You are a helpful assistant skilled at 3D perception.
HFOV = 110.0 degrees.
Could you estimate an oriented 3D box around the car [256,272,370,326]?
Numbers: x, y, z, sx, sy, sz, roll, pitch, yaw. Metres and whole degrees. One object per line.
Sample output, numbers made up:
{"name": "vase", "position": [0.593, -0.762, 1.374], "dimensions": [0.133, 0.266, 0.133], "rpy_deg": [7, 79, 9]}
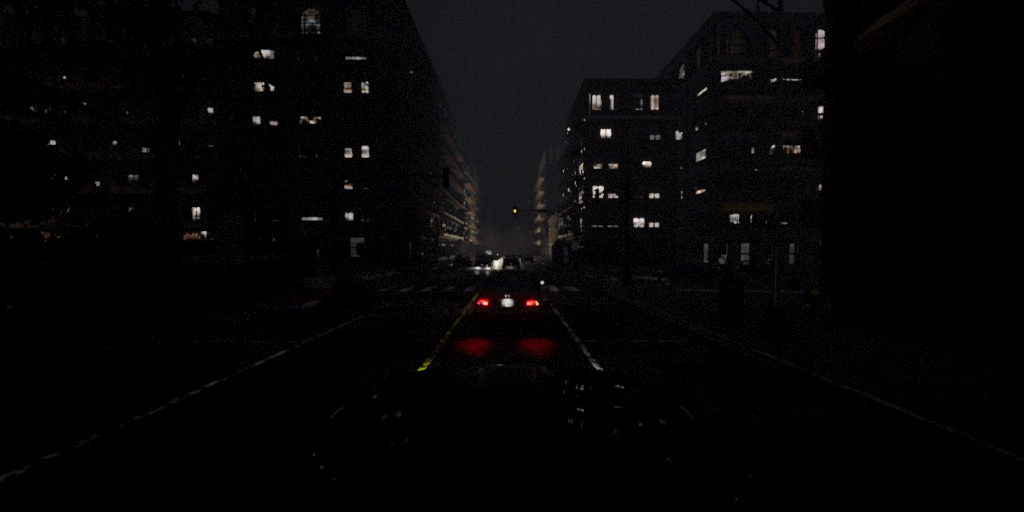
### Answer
{"name": "car", "position": [-5.736, 1.166, 10.955], "dimensions": [1.802, 1.307, 4.207], "rpy_deg": [0, 0, 0]}

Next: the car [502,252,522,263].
{"name": "car", "position": [-0.103, 0.591, 40.210], "dimensions": [1.812, 1.442, 4.674], "rpy_deg": [0, 1, 0]}

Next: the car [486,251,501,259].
{"name": "car", "position": [-3.338, 0.288, 61.605], "dimensions": [1.895, 1.301, 4.718], "rpy_deg": [0, 1, 0]}

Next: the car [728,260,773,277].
{"name": "car", "position": [21.222, 1.041, 31.949], "dimensions": [4.097, 1.591, 1.967], "rpy_deg": [0, 0, -1]}

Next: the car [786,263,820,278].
{"name": "car", "position": [26.895, 1.283, 32.050], "dimensions": [4.207, 1.307, 1.802], "rpy_deg": [0, 0, -1]}

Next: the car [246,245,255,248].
{"name": "car", "position": [-18.723, 0.250, 25.460], "dimensions": [5.566, 2.045, 2.150], "rpy_deg": [1, 1, -1]}

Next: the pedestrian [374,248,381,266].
{"name": "pedestrian", "position": [-12.883, 0.071, 34.294], "dimensions": [0.375, 1.860, 0.375], "rpy_deg": [0, 0, -1]}

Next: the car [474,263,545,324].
{"name": "car", "position": [0.029, 1.129, 11.169], "dimensions": [2.033, 1.411, 5.357], "rpy_deg": [0, 1, 3]}

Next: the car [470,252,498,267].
{"name": "car", "position": [-3.289, 0.551, 43.632], "dimensions": [2.033, 1.411, 5.357], "rpy_deg": [0, 1, 3]}

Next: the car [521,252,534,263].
{"name": "car", "position": [2.412, 0.361, 54.675], "dimensions": [2.007, 1.370, 4.403], "rpy_deg": [0, 0, 0]}

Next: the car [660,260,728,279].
{"name": "car", "position": [14.532, 1.068, 29.256], "dimensions": [4.674, 1.442, 1.812], "rpy_deg": [1, 1, -1]}

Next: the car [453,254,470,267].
{"name": "car", "position": [-5.908, 0.448, 43.360], "dimensions": [1.967, 1.591, 4.097], "rpy_deg": [0, 0, 0]}
